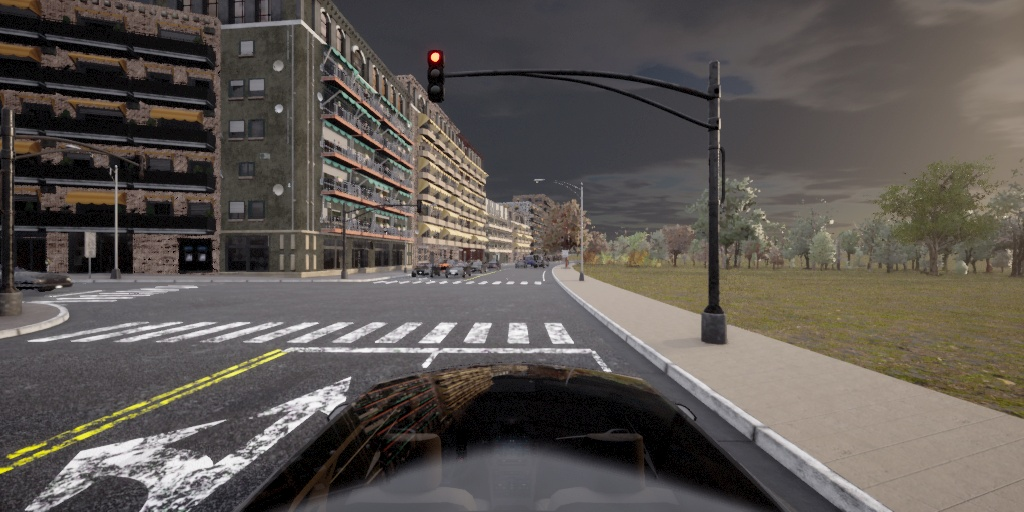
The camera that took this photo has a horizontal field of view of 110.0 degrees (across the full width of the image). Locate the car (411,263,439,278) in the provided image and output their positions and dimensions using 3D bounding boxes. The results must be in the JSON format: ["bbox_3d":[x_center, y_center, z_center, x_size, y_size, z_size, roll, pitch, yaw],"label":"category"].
[{"bbox_3d":[-8.361,1.374,35.347,1.994,1.385,4.181,0,0,5],"label":"car"}]

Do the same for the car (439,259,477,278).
[{"bbox_3d":[-5.131,1.301,34.976,2.128,1.511,4.902,0,0,5],"label":"car"}]

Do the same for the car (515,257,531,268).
[{"bbox_3d":[1.739,1.432,64.969,2.128,1.511,4.902,0,0,9],"label":"car"}]

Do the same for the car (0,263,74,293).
[{"bbox_3d":[-22.765,0.936,15.183,5.357,1.411,2.033,1,0,-18],"label":"car"}]

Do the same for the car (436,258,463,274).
[{"bbox_3d":[-7.579,1.195,43.767,2.097,1.767,4.553,0,0,6],"label":"car"}]

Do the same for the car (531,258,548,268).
[{"bbox_3d":[5.019,1.447,64.915,1.837,1.490,4.892,0,0,9],"label":"car"}]

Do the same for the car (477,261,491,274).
[{"bbox_3d":[-4.267,1.350,44.279,1.837,1.490,4.892,0,0,6],"label":"car"}]

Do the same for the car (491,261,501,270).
[{"bbox_3d":[-2.948,1.455,55.498,1.994,1.385,4.181,0,0,8],"label":"car"}]
